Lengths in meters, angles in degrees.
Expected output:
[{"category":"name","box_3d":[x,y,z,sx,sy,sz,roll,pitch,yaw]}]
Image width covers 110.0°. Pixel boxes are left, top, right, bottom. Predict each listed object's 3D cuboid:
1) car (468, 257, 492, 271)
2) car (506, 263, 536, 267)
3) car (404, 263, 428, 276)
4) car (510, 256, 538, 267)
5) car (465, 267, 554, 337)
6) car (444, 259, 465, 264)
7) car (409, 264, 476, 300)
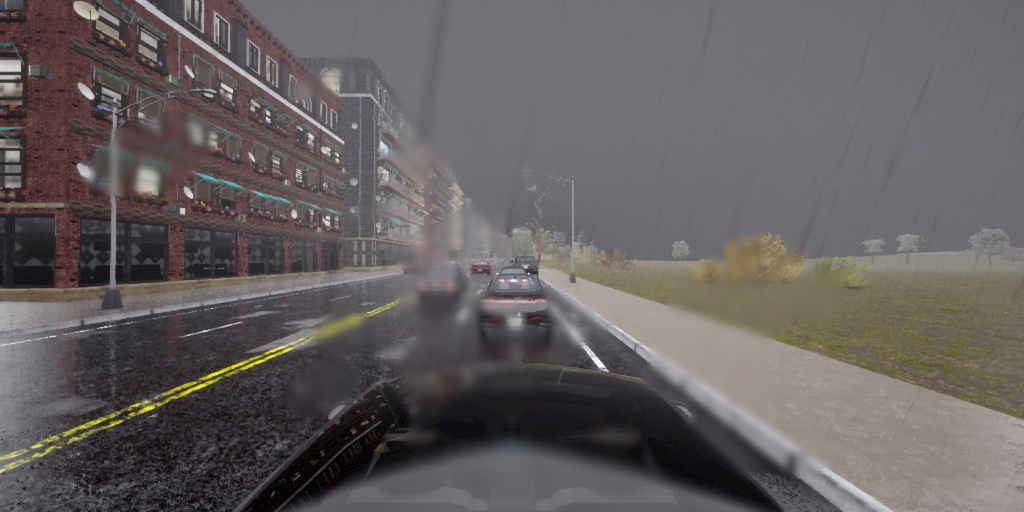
[{"category":"car","box_3d":[-3.219,1.232,38.522,1.882,1.535,5.008,0,0,0]},{"category":"car","box_3d":[0.068,1.301,20.740,2.033,1.411,5.357,0,0,0]},{"category":"car","box_3d":[-9.920,1.355,37.834,1.895,1.301,4.718,0,0,0]},{"category":"car","box_3d":[1.082,0.979,30.952,2.150,2.045,5.566,0,0,0]},{"category":"car","box_3d":[0.085,1.243,10.300,2.128,1.511,4.902,0,0,0]},{"category":"car","box_3d":[-6.684,1.280,39.562,1.812,1.442,4.674,0,0,0]},{"category":"car","box_3d":[-3.179,1.300,17.573,2.033,1.411,5.357,0,0,0]}]
